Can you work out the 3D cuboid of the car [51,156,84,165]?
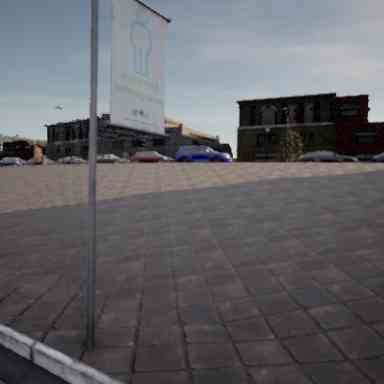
[{"bbox_3d":[-13.909,-3.475,39.295,4.674,1.452,2.002,1,1,28],"label":"car"}]

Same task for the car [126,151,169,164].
[{"bbox_3d":[-4.000,-3.402,34.387,4.553,1.767,2.185,2,1,26],"label":"car"}]

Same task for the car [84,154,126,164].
[{"bbox_3d":[-9.079,-3.406,36.833,4.892,1.521,2.231,1,1,27],"label":"car"}]

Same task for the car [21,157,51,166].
[{"bbox_3d":[-18.771,-3.594,41.905,4.792,1.488,2.163,1,1,29],"label":"car"}]

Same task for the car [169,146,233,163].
[{"bbox_3d":[1.099,-3.375,32.044,5.566,2.045,2.435,2,1,25],"label":"car"}]

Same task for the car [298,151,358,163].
[{"bbox_3d":[11.277,-2.719,27.793,4.674,1.452,2.002,2,1,22],"label":"car"}]

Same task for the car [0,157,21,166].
[{"bbox_3d":[-23.762,-3.862,44.709,4.553,1.767,2.185,1,1,31],"label":"car"}]

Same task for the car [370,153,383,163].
[{"bbox_3d":[16.447,-2.503,25.804,4.674,1.452,2.002,2,1,21],"label":"car"}]
